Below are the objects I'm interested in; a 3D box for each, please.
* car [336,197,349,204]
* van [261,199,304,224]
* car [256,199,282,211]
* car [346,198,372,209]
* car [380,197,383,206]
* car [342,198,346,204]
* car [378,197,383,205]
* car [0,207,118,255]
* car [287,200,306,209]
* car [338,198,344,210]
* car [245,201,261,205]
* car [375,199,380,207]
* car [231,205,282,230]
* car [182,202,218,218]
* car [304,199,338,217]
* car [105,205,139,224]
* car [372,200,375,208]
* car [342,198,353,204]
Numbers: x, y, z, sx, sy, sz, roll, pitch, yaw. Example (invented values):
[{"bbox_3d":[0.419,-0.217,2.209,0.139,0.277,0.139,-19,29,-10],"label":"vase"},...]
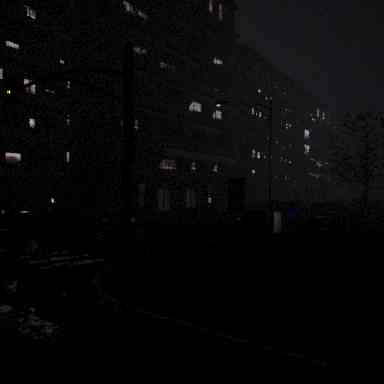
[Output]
[{"bbox_3d":[36.996,2.093,81.605,1.967,1.590,4.097,1,0,36],"label":"car"},{"bbox_3d":[7.613,1.647,27.637,1.690,1.788,3.998,1,0,36],"label":"van"},{"bbox_3d":[10.724,1.742,45.977,1.967,1.590,4.097,1,0,36],"label":"car"},{"bbox_3d":[27.317,1.890,54.358,2.192,1.841,5.009,1,0,36],"label":"car"},{"bbox_3d":[37.166,2.251,67.717,1.887,1.381,4.507,1,0,36],"label":"car"},{"bbox_3d":[33.710,2.176,77.151,1.947,1.339,4.313,1,0,36],"label":"car"},{"bbox_3d":[47.021,2.150,81.079,2.192,1.841,5.009,1,0,36],"label":"car"},{"bbox_3d":[-5.765,1.574,13.886,1.882,1.535,5.008,1,-1,37],"label":"car"},{"bbox_3d":[17.290,1.973,54.884,1.802,1.307,4.206,1,0,36],"label":"car"},{"bbox_3d":[20.451,2.015,49.411,2.033,1.411,5.357,1,0,36],"label":"car"},{"bbox_3d":[7.439,1.839,41.524,1.802,1.307,4.206,1,0,36],"label":"car"},{"bbox_3d":[33.882,2.103,63.265,1.967,1.590,4.097,1,0,36],"label":"car"},{"bbox_3d":[4.326,1.826,23.183,1.947,1.339,4.313,1,0,36],"label":"car"},{"bbox_3d":[0.871,1.711,32.616,1.887,1.381,4.507,1,0,36],"label":"car"},{"bbox_3d":[14.180,1.837,36.544,1.967,1.590,4.097,1,0,36],"label":"car"},{"bbox_3d":[-5.697,1.625,23.710,2.008,1.369,4.403,1,0,36],"label":"car"},{"bbox_3d":[30.597,2.201,58.810,1.802,1.307,4.206,1,0,36],"label":"car"},{"bbox_3d":[40.178,2.219,85.921,1.752,1.417,4.829,1,0,36],"label":"car"}]
